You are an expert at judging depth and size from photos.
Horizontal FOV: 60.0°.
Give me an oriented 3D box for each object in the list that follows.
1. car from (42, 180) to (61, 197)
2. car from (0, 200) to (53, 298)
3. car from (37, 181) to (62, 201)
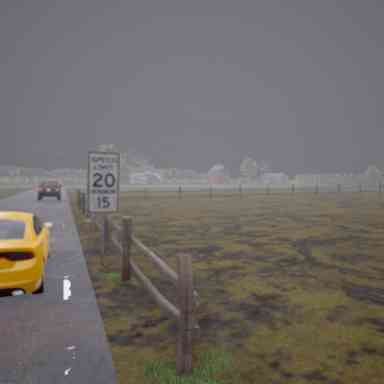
[{"bbox_3d":[-18.947,-0.521,45.096,2.150,2.045,5.566,1,2,-21],"label":"car"},{"bbox_3d":[-4.343,1.179,7.625,1.882,1.535,5.008,1,2,-21],"label":"car"},{"bbox_3d":[-15.130,-0.156,35.420,2.150,2.045,5.566,1,2,-21],"label":"car"}]
